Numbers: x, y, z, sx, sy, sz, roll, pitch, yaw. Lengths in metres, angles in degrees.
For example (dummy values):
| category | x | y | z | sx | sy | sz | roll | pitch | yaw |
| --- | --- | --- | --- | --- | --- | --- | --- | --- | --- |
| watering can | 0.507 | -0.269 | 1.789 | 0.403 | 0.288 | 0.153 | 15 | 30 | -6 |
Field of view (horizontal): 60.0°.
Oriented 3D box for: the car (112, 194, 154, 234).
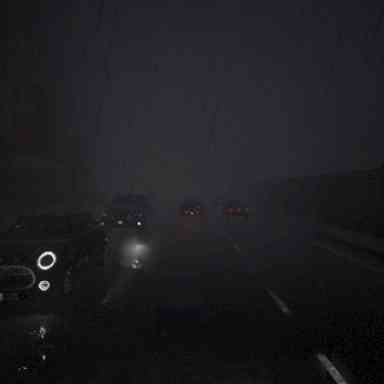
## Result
| category | x | y | z | sx | sy | sz | roll | pitch | yaw |
| --- | --- | --- | --- | --- | --- | --- | --- | --- | --- |
| car | -3.504 | 1.126 | 19.026 | 2.150 | 2.045 | 5.566 | 0 | 0 | 0 |

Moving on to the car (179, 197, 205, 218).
| category | x | y | z | sx | sy | sz | roll | pitch | yaw |
| --- | --- | --- | --- | --- | --- | --- | --- | --- | --- |
| car | 0.024 | 1.361 | 27.959 | 1.837 | 1.490 | 4.892 | 0 | 0 | 0 |

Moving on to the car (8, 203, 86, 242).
| category | x | y | z | sx | sy | sz | roll | pitch | yaw |
| --- | --- | --- | --- | --- | --- | --- | --- | --- | --- |
| car | -7.087 | 1.417 | 16.937 | 1.837 | 1.490 | 4.892 | 0 | 0 | 0 |

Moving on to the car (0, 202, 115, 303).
| category | x | y | z | sx | sy | sz | roll | pitch | yaw |
| --- | --- | --- | --- | --- | --- | --- | --- | --- | --- |
| car | -3.597 | 1.308 | 8.310 | 2.097 | 1.767 | 4.553 | 0 | 0 | 0 |

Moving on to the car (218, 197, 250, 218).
| category | x | y | z | sx | sy | sz | roll | pitch | yaw |
| --- | --- | --- | --- | --- | --- | --- | --- | --- | --- |
| car | 3.608 | 1.402 | 28.043 | 2.033 | 1.411 | 5.357 | 0 | 0 | 0 |

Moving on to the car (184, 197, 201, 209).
| category | x | y | z | sx | sy | sz | roll | pitch | yaw |
| --- | --- | --- | --- | --- | --- | --- | --- | --- | --- |
| car | 0.062 | 1.345 | 42.455 | 1.994 | 1.385 | 4.181 | 0 | 0 | 0 |

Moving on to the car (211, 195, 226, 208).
| category | x | y | z | sx | sy | sz | roll | pitch | yaw |
| --- | --- | --- | --- | --- | --- | --- | --- | --- | --- |
| car | 3.567 | 1.127 | 43.484 | 2.097 | 1.767 | 4.553 | 0 | 0 | 0 |
